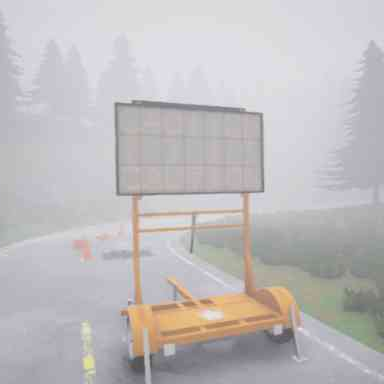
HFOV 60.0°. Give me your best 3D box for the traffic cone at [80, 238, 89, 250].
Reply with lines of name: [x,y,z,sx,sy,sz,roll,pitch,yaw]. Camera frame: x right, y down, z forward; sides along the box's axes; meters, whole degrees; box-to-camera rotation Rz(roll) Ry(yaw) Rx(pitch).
traffic cone: [-3.633,1.969,11.434,0.340,0.580,0.340,-1,0,-20]

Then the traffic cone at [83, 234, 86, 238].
traffic cone: [-4.305,1.974,13.311,0.340,0.580,0.340,-1,0,-20]

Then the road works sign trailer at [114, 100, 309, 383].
road works sign trailer: [-0.022,0.437,5.295,2.380,3.560,2.880,-1,0,-20]
